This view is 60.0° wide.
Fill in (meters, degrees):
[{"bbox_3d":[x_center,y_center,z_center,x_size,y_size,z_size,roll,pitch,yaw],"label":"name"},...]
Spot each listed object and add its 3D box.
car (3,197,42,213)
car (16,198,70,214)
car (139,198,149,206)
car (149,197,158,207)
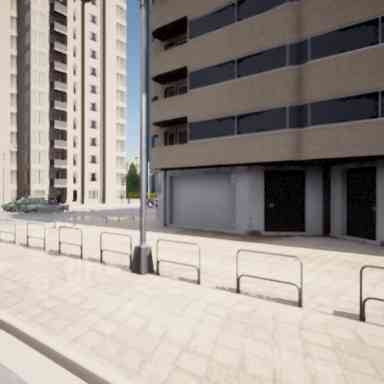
[{"bbox_3d":[-18.607,1.371,37.412,2.097,1.767,4.553,0,0,39],"label":"car"},{"bbox_3d":[-15.672,1.623,35.479,1.895,1.301,4.718,0,0,39],"label":"car"},{"bbox_3d":[-6.197,1.538,52.855,1.837,1.490,4.892,0,0,39],"label":"car"},{"bbox_3d":[-3.360,1.265,50.795,2.150,2.045,5.566,0,0,39],"label":"car"}]
